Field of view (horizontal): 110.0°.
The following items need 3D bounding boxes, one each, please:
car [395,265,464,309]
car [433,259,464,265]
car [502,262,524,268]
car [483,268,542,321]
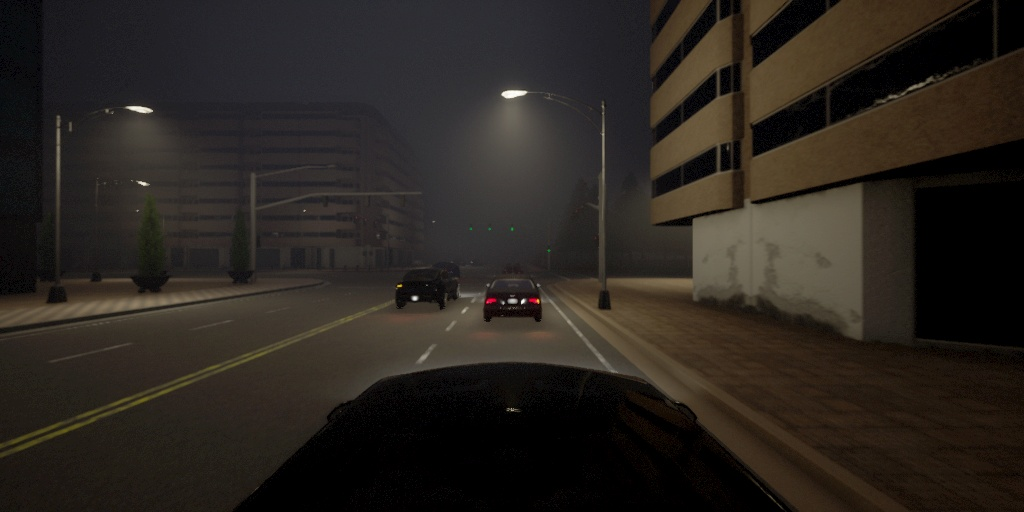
[{"bbox_3d":[-3.438,1.278,15.185,1.837,1.490,4.892,0,-1,0],"label":"car"},{"bbox_3d":[-6.206,1.243,32.306,1.882,1.535,5.008,1,-1,-26],"label":"car"},{"bbox_3d":[0.076,1.293,32.248,1.812,1.442,4.674,0,0,0],"label":"car"},{"bbox_3d":[0.041,1.317,12.566,2.033,1.411,5.357,0,0,1],"label":"car"}]
